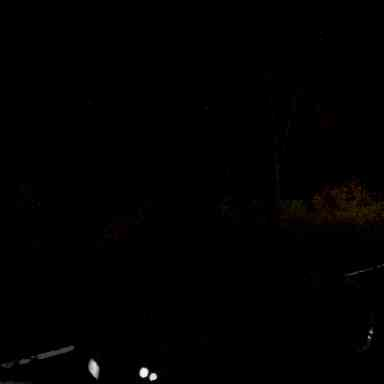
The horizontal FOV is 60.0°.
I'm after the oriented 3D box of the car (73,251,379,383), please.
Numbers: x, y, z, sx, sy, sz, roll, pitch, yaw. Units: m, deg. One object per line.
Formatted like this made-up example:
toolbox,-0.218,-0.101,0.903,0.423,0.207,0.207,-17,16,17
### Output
car,0.652,1.567,4.456,4.181,1.385,1.994,0,0,-35
